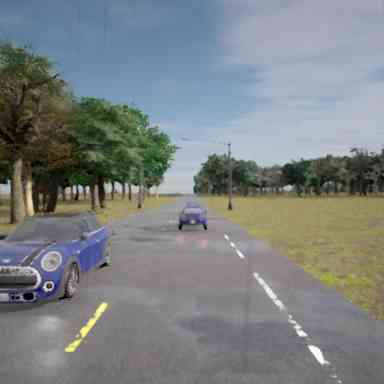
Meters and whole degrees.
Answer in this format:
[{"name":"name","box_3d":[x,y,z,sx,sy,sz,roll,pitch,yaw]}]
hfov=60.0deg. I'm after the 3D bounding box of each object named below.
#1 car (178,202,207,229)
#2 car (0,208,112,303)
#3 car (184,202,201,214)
[{"name":"car","box_3d":[0.061,1.634,22.362,1.812,1.442,4.674,0,-1,0]},{"name":"car","box_3d":[-3.534,1.366,8.435,2.097,1.767,4.553,0,0,1]},{"name":"car","box_3d":[0.103,1.948,41.857,2.033,1.411,5.357,0,-1,0]}]
